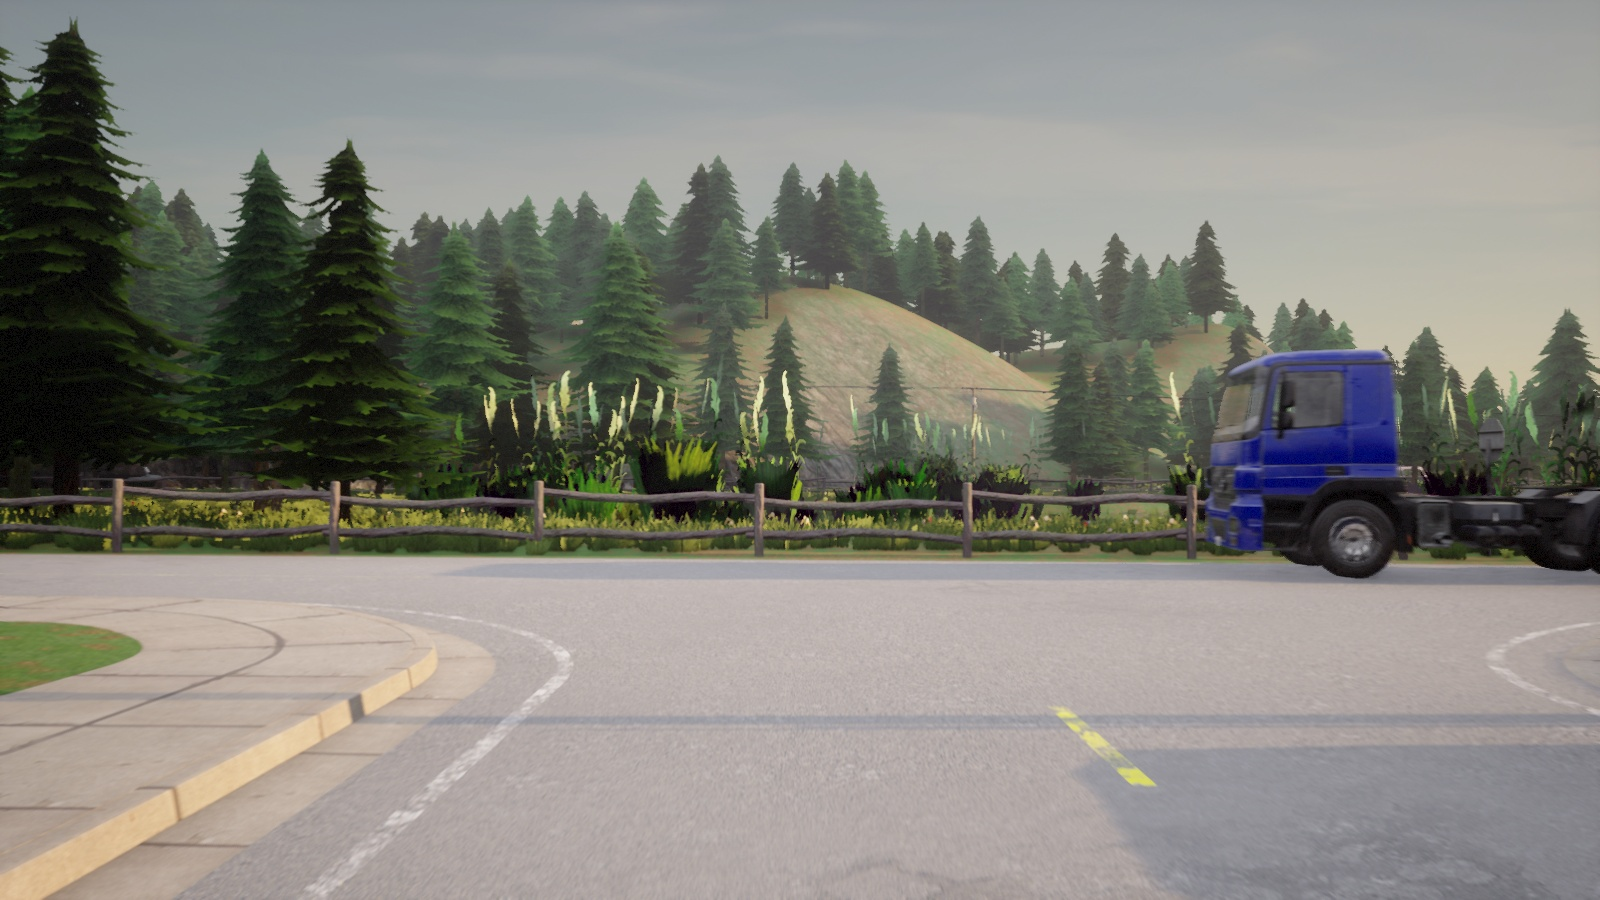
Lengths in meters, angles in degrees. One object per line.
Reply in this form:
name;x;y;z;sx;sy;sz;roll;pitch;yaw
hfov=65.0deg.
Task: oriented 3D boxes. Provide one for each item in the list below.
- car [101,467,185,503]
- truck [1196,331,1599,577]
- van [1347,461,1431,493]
car;-35.779;1.899;68.461;3.866;1.878;1.905;0;-1;-22
truck;10.456;0.080;19.282;7.936;3.462;2.891;0;-1;8
van;38.400;1.757;81.999;4.480;2.038;2.069;0;-1;-1
